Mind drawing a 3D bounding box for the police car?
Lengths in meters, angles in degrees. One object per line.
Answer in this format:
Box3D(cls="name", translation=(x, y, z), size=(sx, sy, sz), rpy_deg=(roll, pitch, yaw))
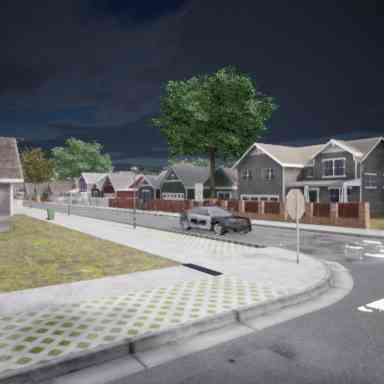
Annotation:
Box3D(cls="police car", translation=(1.244, 1.505, 19.026), size=(1.930, 1.638, 5.238), rpy_deg=(0, 0, -35))
